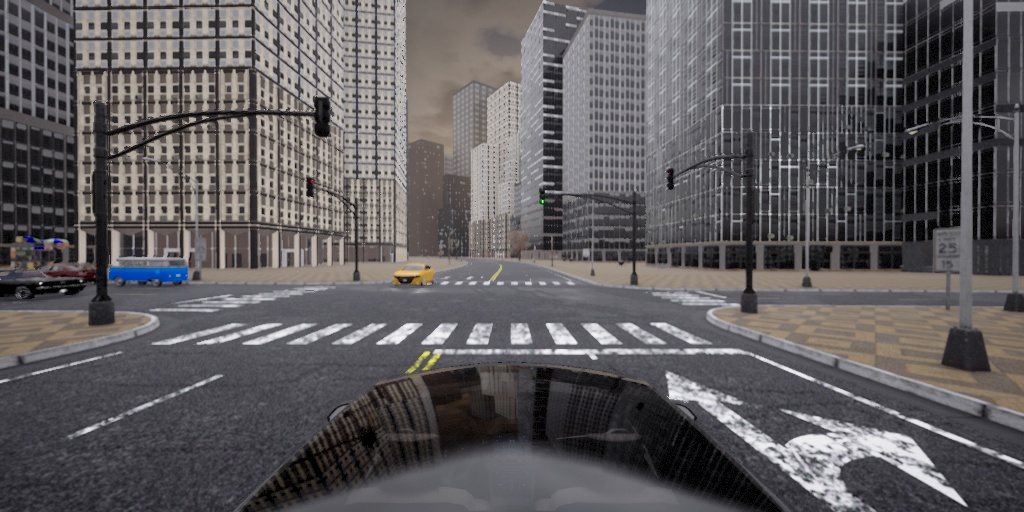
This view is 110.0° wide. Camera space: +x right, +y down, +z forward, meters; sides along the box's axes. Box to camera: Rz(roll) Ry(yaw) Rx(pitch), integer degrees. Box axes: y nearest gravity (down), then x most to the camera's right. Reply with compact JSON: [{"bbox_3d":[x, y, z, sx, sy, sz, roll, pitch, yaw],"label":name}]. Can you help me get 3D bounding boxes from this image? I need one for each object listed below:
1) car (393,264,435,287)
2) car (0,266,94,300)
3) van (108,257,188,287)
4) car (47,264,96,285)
[{"bbox_3d":[-6.541,1.256,24.395,1.882,1.535,5.008,0,-1,0],"label":"car"},{"bbox_3d":[-22.805,1.277,16.511,4.718,1.301,1.895,0,0,1],"label":"car"},{"bbox_3d":[-22.694,0.977,22.419,3.998,1.789,1.690,0,0,1],"label":"van"},{"bbox_3d":[-28.232,1.156,22.455,4.507,1.381,1.888,0,0,1],"label":"car"}]
